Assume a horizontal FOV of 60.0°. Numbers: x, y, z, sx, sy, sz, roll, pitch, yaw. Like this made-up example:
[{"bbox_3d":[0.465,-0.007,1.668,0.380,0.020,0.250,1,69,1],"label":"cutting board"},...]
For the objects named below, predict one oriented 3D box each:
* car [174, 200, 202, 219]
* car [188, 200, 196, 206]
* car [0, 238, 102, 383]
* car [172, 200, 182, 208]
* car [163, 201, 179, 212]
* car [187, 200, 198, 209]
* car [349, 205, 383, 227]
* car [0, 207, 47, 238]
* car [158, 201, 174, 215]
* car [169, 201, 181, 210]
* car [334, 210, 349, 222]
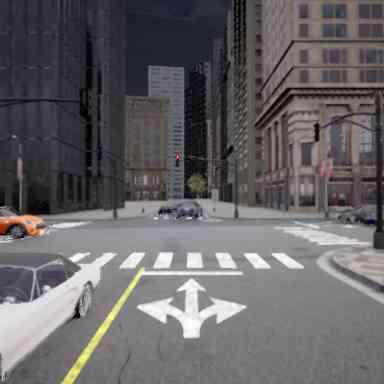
[{"bbox_3d":[-0.195,1.822,34.599,2.097,1.767,4.553,0,-1,8],"label":"car"},{"bbox_3d":[-0.049,2.727,82.065,1.812,1.442,4.674,0,-1,0],"label":"car"},{"bbox_3d":[-2.907,1.665,4.851,1.895,1.301,4.718,0,-1,2],"label":"car"},{"bbox_3d":[-3.031,2.479,69.887,1.882,1.535,5.008,0,-1,0],"label":"car"},{"bbox_3d":[-3.085,2.195,50.330,2.128,1.511,4.902,0,-1,0],"label":"car"},{"bbox_3d":[0.078,2.403,64.068,2.128,1.511,4.902,0,-1,0],"label":"car"},{"bbox_3d":[15.079,1.825,24.760,5.357,1.411,2.033,0,-1,0],"label":"car"},{"bbox_3d":[-10.349,1.574,18.019,4.553,1.767,2.097,0,-1,0],"label":"car"},{"bbox_3d":[-3.075,2.164,40.934,1.895,1.301,4.718,0,-1,0],"label":"car"},{"bbox_3d":[-3.076,2.351,59.740,1.837,1.490,4.892,0,-1,0],"label":"car"},{"bbox_3d":[14.609,1.837,28.058,4.902,1.511,2.128,0,-1,-2],"label":"car"}]
